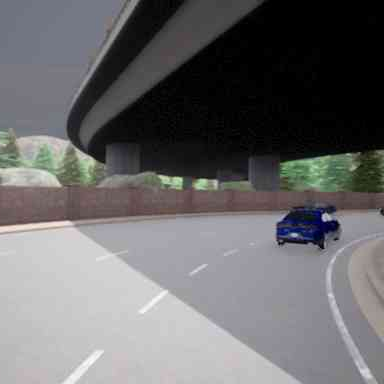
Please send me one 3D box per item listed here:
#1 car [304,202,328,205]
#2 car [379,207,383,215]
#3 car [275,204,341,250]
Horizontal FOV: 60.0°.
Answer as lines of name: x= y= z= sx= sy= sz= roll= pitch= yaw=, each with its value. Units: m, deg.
car: x=12.728 y=1.712 z=34.819 sx=5.357 sy=1.411 sz=2.033 roll=1 pitch=0 yaw=-28
car: x=22.267 y=1.798 z=35.712 sx=4.892 sy=1.490 sz=1.837 roll=1 pitch=0 yaw=-26
car: x=5.362 y=1.547 z=15.053 sx=1.882 sy=1.535 sz=5.008 roll=0 pitch=0 yaw=33
